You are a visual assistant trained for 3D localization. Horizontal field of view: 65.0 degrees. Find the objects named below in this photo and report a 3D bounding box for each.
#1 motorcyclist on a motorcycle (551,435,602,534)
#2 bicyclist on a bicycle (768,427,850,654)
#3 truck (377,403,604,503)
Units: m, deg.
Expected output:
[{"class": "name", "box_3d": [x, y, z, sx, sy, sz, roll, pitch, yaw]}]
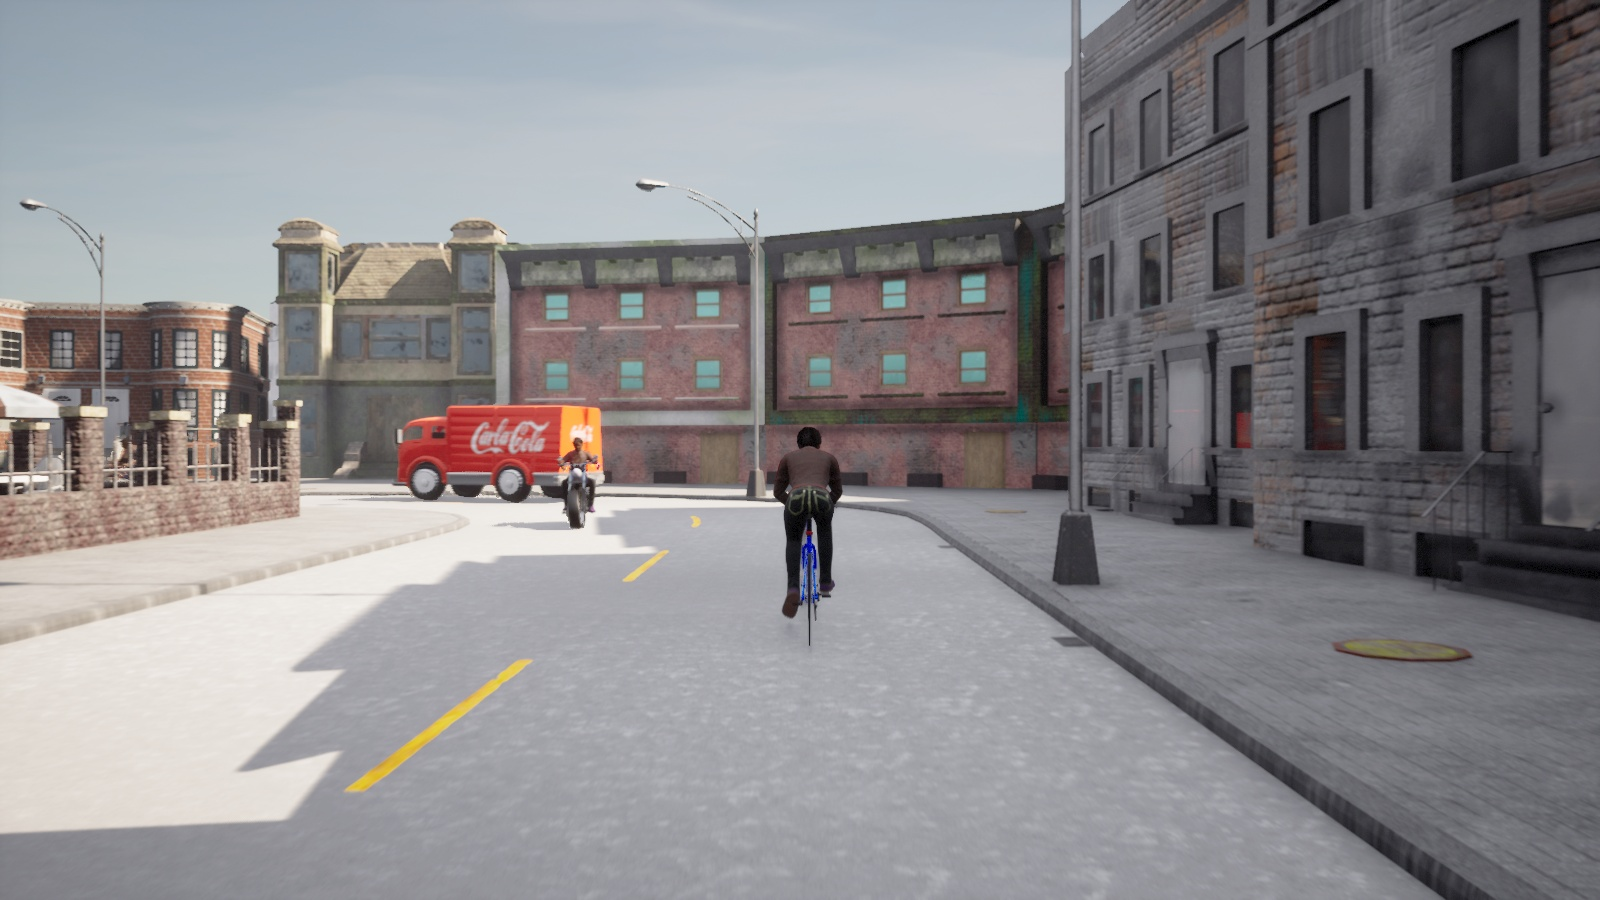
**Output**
[{"class": "motorcyclist on a motorcycle", "box_3d": [-3.945, 0.569, 22.317, 0.766, 1.649, 2.350, -1, 1, -8]}, {"class": "bicyclist on a bicycle", "box_3d": [0.071, 0.644, 9.763, 0.582, 1.620, 1.656, 0, 0, 0]}, {"class": "truck", "box_3d": [-8.100, 0.068, 33.013, 5.204, 2.467, 2.627, 0, 0, 18]}]
